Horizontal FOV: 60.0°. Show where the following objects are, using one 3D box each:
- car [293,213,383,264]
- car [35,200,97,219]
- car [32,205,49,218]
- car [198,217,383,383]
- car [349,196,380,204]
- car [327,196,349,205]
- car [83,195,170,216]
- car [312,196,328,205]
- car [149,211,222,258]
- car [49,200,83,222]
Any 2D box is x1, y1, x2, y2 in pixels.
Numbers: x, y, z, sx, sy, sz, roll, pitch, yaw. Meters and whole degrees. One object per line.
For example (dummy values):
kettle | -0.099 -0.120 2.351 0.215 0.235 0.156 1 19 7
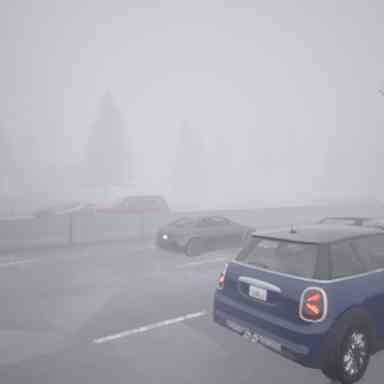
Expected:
car | 6.041 1.569 12.388 4.718 1.301 1.895 0 0 -36
car | -11.432 1.501 30.253 4.902 1.511 2.128 0 0 -36
car | -10.269 1.610 26.779 4.718 1.301 1.895 0 0 -36
car | 2.595 1.339 5.614 4.553 1.767 2.097 0 0 -36
car | 25.260 1.374 47.892 4.892 1.490 1.837 0 0 -35
car | 23.074 1.437 50.629 4.181 1.385 1.994 0 0 -35
car | -4.129 1.214 22.569 5.566 2.045 2.150 0 0 -36
car | 21.443 1.382 53.764 4.892 1.490 1.837 0 0 -35
car | 0.689 1.550 12.859 4.181 1.385 1.994 0 0 -36
car | -7.614 1.528 24.377 4.674 1.442 1.812 0 0 -36
